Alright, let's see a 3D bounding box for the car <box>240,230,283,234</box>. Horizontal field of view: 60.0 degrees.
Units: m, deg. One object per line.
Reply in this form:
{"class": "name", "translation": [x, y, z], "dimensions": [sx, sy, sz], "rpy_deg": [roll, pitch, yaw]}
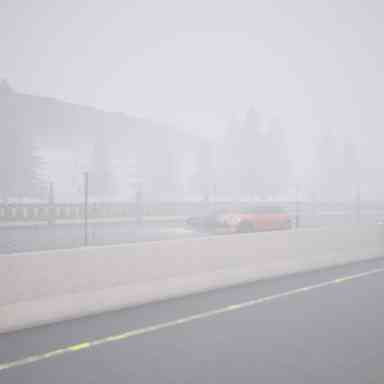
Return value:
{"class": "car", "translation": [3.473, 1.484, 18.959], "dimensions": [4.553, 1.767, 2.097], "rpy_deg": [1, 0, -32]}
